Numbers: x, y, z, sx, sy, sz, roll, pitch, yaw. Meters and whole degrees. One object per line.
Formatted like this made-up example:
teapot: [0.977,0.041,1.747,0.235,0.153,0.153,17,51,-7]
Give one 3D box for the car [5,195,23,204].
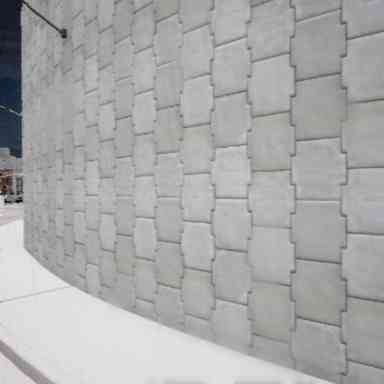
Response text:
car: [-27.412,1.068,51.483,1.994,1.385,4.181,0,1,-14]
